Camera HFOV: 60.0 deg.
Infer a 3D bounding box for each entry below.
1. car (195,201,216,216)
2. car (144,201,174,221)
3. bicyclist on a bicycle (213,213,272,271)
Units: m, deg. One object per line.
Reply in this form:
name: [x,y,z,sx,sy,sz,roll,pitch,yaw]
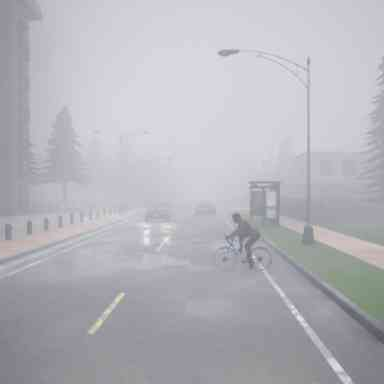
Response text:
car: [1.272,1.546,32.180,1.994,1.385,4.181,0,0,2]
car: [-2.552,1.493,26.597,1.837,1.490,4.892,0,0,2]
bicyclist on a bicycle: [1.407,1.425,9.330,1.656,1.620,0.582,0,0,2]
